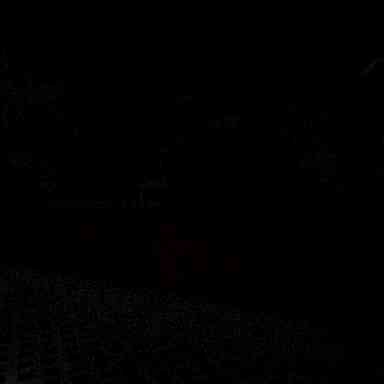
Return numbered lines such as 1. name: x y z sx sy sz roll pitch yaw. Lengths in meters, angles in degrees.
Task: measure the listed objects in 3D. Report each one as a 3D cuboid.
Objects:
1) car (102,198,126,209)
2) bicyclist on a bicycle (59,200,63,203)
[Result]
1. car: -9.699 1.796 39.402 2.150 2.045 5.566 -3 -2 22
2. bicyclist on a bicycle: -9.455 1.380 24.359 1.656 1.620 0.582 -3 -2 22
